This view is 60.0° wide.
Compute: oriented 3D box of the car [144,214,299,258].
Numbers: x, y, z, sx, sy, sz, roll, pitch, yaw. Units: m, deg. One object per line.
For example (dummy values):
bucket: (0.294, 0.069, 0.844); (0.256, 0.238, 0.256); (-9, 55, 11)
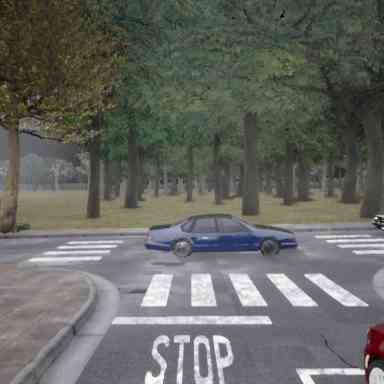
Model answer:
car: (0.980, 1.516, 12.128); (5.357, 1.411, 2.033); (-1, 1, 0)

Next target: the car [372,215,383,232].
car: (10.887, 1.294, 15.079); (4.718, 1.301, 1.895); (-1, 1, 0)

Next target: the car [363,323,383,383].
car: (2.624, 1.545, 1.686); (1.887, 1.381, 4.507); (-1, 0, 0)
